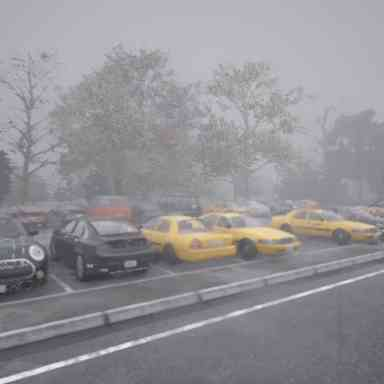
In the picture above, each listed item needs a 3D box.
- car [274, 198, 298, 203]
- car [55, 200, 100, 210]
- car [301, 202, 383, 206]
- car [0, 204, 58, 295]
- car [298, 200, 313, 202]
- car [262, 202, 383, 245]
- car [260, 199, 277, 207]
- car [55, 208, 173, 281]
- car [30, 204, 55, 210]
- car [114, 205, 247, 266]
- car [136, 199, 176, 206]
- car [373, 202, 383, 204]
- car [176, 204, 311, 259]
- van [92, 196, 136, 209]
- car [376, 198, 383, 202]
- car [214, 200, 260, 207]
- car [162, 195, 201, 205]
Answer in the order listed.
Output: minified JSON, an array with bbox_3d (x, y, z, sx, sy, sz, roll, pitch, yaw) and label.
[{"bbox_3d":[7.713,1.623,33.527,2.163,1.488,4.792,0,0,-35],"label":"car"},{"bbox_3d":[-8.254,1.512,22.308,2.163,1.488,4.792,0,0,-35],"label":"car"},{"bbox_3d":[8.438,1.545,18.064,2.231,1.521,4.892,0,0,-35],"label":"car"},{"bbox_3d":[-5.170,1.355,8.472,2.185,1.767,4.553,0,0,-35],"label":"car"},{"bbox_3d":[9.838,1.484,35.104,2.185,1.767,4.553,0,0,-35],"label":"car"},{"bbox_3d":[6.282,1.524,16.305,1.946,1.575,5.366,0,0,-35],"label":"car"},{"bbox_3d":[5.436,1.616,31.949,2.002,1.452,4.674,0,0,-35],"label":"car"},{"bbox_3d":[-2.879,1.480,10.047,2.231,1.521,4.892,0,0,-35],"label":"car"},{"bbox_3d":[-10.409,1.507,20.784,2.163,1.488,4.792,0,0,-35],"label":"car"},{"bbox_3d":[-0.730,1.481,11.801,1.946,1.575,5.366,0,0,-35],"label":"car"},{"bbox_3d":[-3.596,1.538,25.532,2.163,1.488,4.792,0,0,-35],"label":"car"},{"bbox_3d":[10.601,1.558,19.813,1.946,1.575,5.366,0,0,-35],"label":"car"},{"bbox_3d":[1.650,1.492,13.030,1.946,1.575,5.366,0,0,-35],"label":"car"},{"bbox_3d":[-6.041,1.267,23.980,1.878,1.987,4.442,0,0,-35],"label":"van"},{"bbox_3d":[12.960,1.327,21.289,2.435,2.045,5.566,0,0,-35],"label":"car"},{"bbox_3d":[3.279,1.556,30.201,1.946,1.575,5.366,0,0,-35],"label":"car"},{"bbox_3d":[-1.366,1.274,27.178,2.435,2.045,5.566,0,0,-35],"label":"car"}]
